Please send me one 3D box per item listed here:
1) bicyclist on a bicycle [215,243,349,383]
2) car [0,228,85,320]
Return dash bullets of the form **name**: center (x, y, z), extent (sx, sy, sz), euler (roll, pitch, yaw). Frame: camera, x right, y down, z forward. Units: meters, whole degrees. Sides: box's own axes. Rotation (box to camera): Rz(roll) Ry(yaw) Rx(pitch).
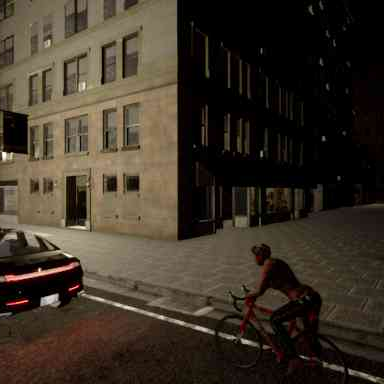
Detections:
- **bicyclist on a bicycle**: center (0.975, 1.453, 3.969), extent (1.656, 1.620, 0.582), euler (0, 0, 36)
- **car**: center (-4.212, 1.493, 6.695), extent (4.902, 1.511, 2.128), euler (0, 0, 36)
